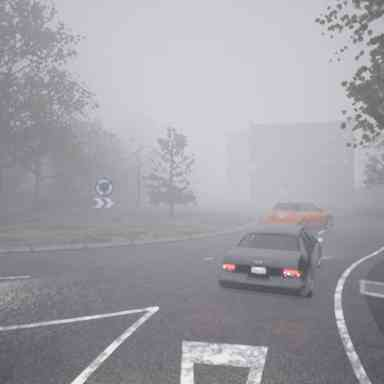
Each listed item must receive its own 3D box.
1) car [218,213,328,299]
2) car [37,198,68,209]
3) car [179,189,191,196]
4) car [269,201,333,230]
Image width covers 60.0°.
[{"bbox_3d":[2.275,1.536,8.645,2.033,1.411,5.357,0,0,24],"label":"car"},{"bbox_3d":[-18.525,1.525,43.616,4.181,1.385,1.994,1,0,-26],"label":"car"},{"bbox_3d":[-1.412,0.086,69.509,2.033,1.411,5.357,0,6,9],"label":"car"},{"bbox_3d":[6.209,1.323,18.936,4.553,1.767,2.097,0,0,-45],"label":"car"}]
